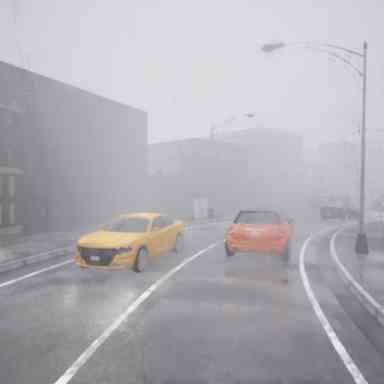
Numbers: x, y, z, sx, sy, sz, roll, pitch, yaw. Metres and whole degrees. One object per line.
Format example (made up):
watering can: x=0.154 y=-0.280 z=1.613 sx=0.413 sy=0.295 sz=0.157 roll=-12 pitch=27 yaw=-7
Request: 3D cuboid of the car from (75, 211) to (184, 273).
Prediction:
car: x=-1.754 y=1.430 z=10.897 sx=1.882 sy=1.535 sz=5.008 roll=1 pitch=0 yaw=17

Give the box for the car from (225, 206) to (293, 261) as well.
car: x=2.706 y=1.359 z=12.693 sx=2.097 sy=1.767 sz=4.553 roll=1 pitch=0 yaw=18

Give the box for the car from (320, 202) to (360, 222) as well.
car: x=12.590 y=1.599 z=28.092 sx=1.882 sy=1.535 sz=5.008 roll=1 pitch=0 yaw=44

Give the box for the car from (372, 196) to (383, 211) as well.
car: x=26.071 y=1.500 z=44.143 sx=5.566 sy=2.045 sz=2.150 roll=1 pitch=0 yaw=-37
